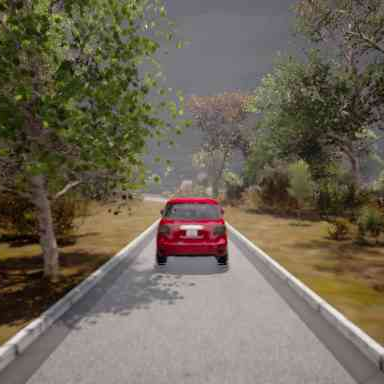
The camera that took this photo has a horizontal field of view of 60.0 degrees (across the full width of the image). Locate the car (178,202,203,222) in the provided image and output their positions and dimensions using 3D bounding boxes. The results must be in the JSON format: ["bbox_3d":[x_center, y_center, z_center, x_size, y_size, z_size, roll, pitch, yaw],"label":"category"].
[{"bbox_3d":[-0.110,1.554,27.257,1.895,1.301,4.718,0,0,0],"label":"car"}]

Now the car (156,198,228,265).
[{"bbox_3d":[0.011,1.203,11.793,2.150,2.045,5.566,0,0,0],"label":"car"}]
